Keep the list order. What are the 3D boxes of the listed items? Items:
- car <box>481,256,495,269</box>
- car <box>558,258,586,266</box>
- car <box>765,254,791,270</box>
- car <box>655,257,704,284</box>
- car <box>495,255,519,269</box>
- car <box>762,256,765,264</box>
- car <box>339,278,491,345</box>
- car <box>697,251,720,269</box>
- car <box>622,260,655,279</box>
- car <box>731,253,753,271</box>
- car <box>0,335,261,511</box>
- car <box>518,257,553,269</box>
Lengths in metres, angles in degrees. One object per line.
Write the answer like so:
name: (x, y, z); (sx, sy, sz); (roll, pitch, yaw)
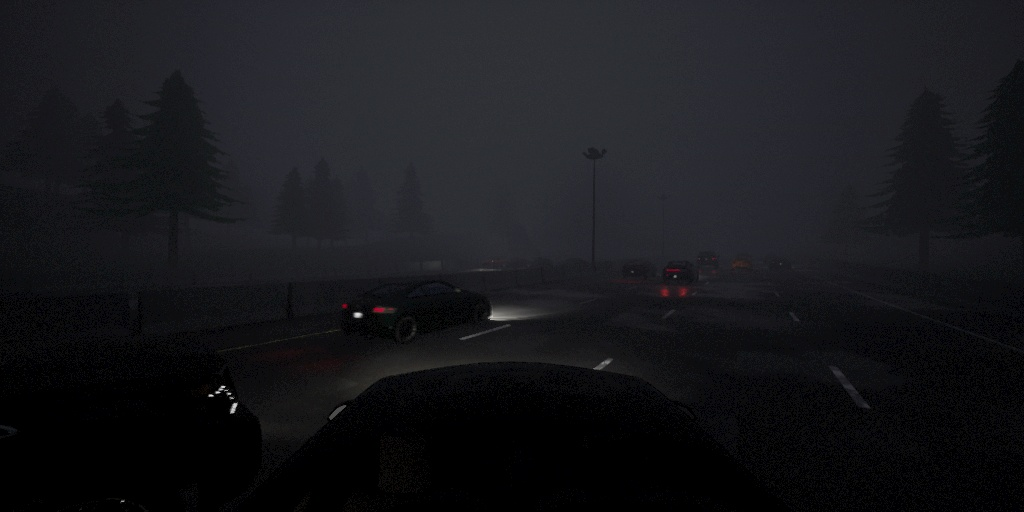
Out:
car: (-2.243, 0.765, 48.748); (2.097, 1.767, 4.553); (0, 1, 34)
car: (7.639, 0.938, 44.648); (2.033, 1.411, 5.357); (0, 1, 34)
car: (30.050, 0.804, 40.336); (1.994, 1.385, 4.181); (0, 1, 33)
car: (11.976, 1.096, 25.413); (2.128, 1.511, 4.902); (0, 1, 33)
car: (0.390, 0.919, 46.387); (2.128, 1.511, 4.902); (0, 1, 34)
car: (37.822, 0.450, 52.270); (1.994, 1.385, 4.181); (0, 2, 33)
car: (-2.391, 1.304, 9.767); (1.994, 1.385, 4.181); (0, 0, 33)
car: (23.807, 0.467, 43.557); (2.150, 2.045, 5.566); (0, 1, 32)
car: (10.665, 1.041, 29.813); (1.882, 1.535, 5.008); (0, 1, 33)
car: (25.161, 0.788, 39.244); (1.882, 1.535, 5.008); (0, 1, 33)
car: (-4.011, 0.967, 0.859); (2.150, 2.045, 5.566); (0, 0, 33)
car: (3.315, 0.923, 44.465); (2.128, 1.511, 4.902); (0, 1, 34)
